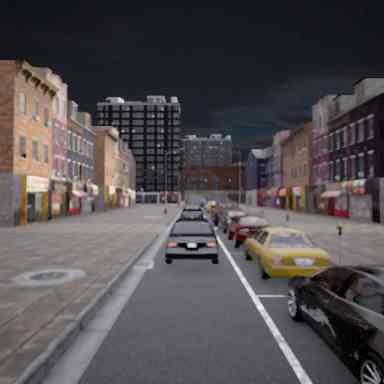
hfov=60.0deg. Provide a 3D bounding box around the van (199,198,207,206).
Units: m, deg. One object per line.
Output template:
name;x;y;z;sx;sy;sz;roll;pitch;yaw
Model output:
van;2.636;2.399;81.132;1.690;1.788;3.998;0;-1;0

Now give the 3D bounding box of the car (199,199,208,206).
car;2.636;2.412;75.656;1.967;1.590;4.097;0;-1;0

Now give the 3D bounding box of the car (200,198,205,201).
car;2.637;2.366;64.708;1.947;1.339;4.313;0;-1;0

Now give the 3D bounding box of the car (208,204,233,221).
car;2.642;1.903;31.871;2.008;1.369;4.403;1;-1;0

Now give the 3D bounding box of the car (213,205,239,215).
car;2.643;1.777;20.924;2.008;1.369;4.403;1;-1;0

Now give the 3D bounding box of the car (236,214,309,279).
car;2.644;1.633;10.147;1.752;1.417;4.829;1;-1;0

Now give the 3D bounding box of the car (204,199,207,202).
car;3.011;1.998;45.105;1.882;1.535;5.008;0;-1;0

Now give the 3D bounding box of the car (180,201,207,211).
car;0.021;1.806;28.521;2.128;1.511;4.902;0;-1;1

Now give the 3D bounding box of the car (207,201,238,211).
car;2.644;1.603;26.401;2.192;1.841;5.009;1;-1;0

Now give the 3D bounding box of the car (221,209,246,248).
car;2.643;1.710;15.451;1.887;1.381;4.507;1;-1;0

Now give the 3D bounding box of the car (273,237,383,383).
car;2.645;1.614;4.503;1.947;1.339;4.313;1;-1;0

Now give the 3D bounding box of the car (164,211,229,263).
car;0.008;1.681;12.544;2.033;1.411;5.357;0;-1;0

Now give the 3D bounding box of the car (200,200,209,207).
car;2.636;2.413;70.352;1.752;1.417;4.829;0;-1;0
